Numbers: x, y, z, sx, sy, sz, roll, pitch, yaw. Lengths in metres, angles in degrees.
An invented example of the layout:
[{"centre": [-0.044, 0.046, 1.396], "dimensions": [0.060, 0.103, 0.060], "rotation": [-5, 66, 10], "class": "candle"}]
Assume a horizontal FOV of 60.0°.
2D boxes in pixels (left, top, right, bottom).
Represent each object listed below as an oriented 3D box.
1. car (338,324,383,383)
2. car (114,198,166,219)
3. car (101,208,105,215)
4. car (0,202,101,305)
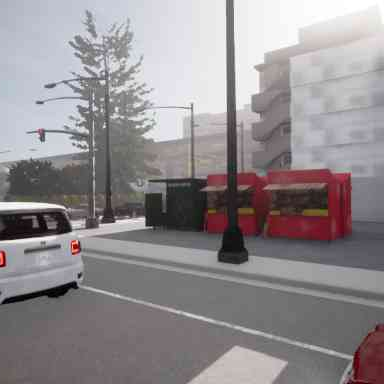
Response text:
[{"centre": [3.267, 1.601, 1.653], "dimensions": [4.718, 1.301, 1.895], "rotation": [0, 0, 35], "class": "car"}, {"centre": [-4.855, 1.585, 30.327], "dimensions": [1.837, 1.490, 4.892], "rotation": [-1, -1, 36], "class": "car"}, {"centre": [-10.087, 1.732, 29.381], "dimensions": [1.895, 1.301, 4.718], "rotation": [-1, -1, 36], "class": "car"}, {"centre": [-4.748, 1.234, 7.336], "dimensions": [5.566, 2.045, 2.150], "rotation": [0, 0, 36], "class": "car"}]
